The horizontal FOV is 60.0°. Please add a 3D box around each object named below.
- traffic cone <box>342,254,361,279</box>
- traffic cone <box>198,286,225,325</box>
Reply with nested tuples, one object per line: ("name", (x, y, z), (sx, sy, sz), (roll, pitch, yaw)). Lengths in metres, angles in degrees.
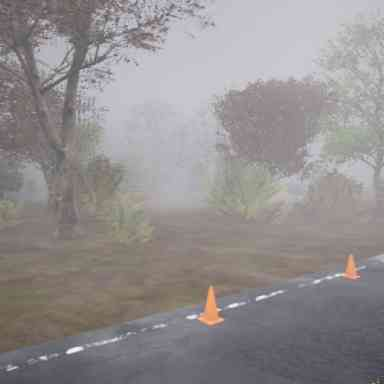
("traffic cone", (4.252, 1.965, 8.878), (0.340, 0.580, 0.340), (0, 0, -38))
("traffic cone", (0.344, 1.965, 5.873), (0.340, 0.580, 0.340), (0, 0, -37))
